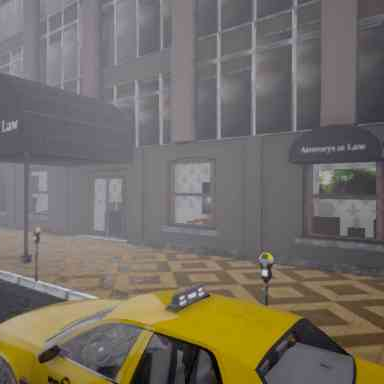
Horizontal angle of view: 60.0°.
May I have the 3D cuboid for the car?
[{"bbox_3d":[-0.239,1.525,3.041,4.829,1.417,1.752,0,0,36],"label":"car"}]
